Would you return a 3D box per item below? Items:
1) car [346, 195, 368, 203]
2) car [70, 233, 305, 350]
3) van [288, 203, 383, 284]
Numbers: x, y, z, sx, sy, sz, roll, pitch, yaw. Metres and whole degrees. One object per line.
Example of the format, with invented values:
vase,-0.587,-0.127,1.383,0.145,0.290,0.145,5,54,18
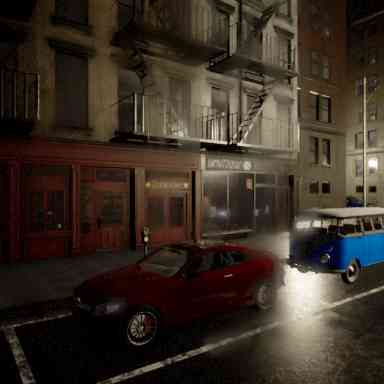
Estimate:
car,15.212,1.309,32.857,2.150,2.045,5.566,0,1,-35
car,-0.029,1.582,6.160,4.206,1.307,1.802,0,0,-35
van,4.386,1.341,9.281,3.998,1.788,1.690,0,0,-35
